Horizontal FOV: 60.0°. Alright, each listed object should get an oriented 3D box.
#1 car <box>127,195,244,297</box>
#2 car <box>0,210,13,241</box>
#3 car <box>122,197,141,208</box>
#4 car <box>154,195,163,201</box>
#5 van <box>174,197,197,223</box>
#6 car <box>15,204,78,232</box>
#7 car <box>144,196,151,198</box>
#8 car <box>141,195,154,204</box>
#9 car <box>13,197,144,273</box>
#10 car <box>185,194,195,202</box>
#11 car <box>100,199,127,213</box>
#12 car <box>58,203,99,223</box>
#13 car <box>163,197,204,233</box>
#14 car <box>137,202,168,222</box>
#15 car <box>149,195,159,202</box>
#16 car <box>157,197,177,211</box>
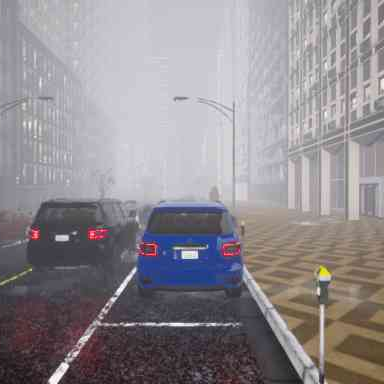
[{"bbox_3d":[-0.039,1.226,8.681,2.150,2.045,5.566,0,0,0],"label":"car"},{"bbox_3d":[-8.843,1.542,14.989,1.887,1.381,4.507,-1,0,0],"label":"car"},{"bbox_3d":[-8.843,1.541,49.090,2.008,1.369,4.403,-1,0,0],"label":"car"},{"bbox_3d":[-8.844,1.545,88.876,1.947,1.339,4.313,-1,0,0],"label":"car"},{"bbox_3d":[-0.465,1.336,26.356,1.690,1.788,3.998,-1,0,0],"label":"van"},{"bbox_3d":[-8.844,1.547,20.672,2.008,1.369,4.403,-1,0,0],"label":"car"},{"bbox_3d":[-8.843,1.570,60.458,1.802,1.307,4.206,-1,0,0],"label":"car"},{"bbox_3d":[-8.845,1.427,66.141,1.967,1.590,4.097,-1,0,0],"label":"car"},{"bbox_3d":[-3.146,1.218,10.749,2.150,2.045,5.566,0,0,0],"label":"car"},{"bbox_3d":[-0.465,1.298,77.509,2.192,1.841,5.009,-1,0,0],"label":"car"},{"bbox_3d":[-8.844,1.544,37.723,2.008,1.369,4.403,-1,0,0],"label":"car"},{"bbox_3d":[-8.843,1.577,26.356,1.802,1.307,4.206,-1,0,0],"label":"car"},{"bbox_3d":[-0.465,1.311,20.672,2.192,1.841,5.009,-1,0,0],"label":"car"},{"bbox_3d":[-3.060,1.559,26.740,1.994,1.385,4.181,0,0,0],"label":"car"},{"bbox_3d":[-8.844,1.509,77.339,1.752,1.417,4.829,-1,0,0],"label":"car"},{"bbox_3d":[-3.059,1.484,41.637,2.128,1.511,4.902,0,0,0],"label":"car"}]
